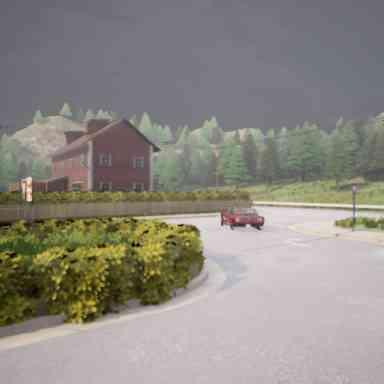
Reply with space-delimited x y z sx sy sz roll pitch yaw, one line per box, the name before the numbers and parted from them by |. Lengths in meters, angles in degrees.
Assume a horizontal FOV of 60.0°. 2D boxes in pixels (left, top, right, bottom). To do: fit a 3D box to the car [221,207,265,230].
car | 3.007 1.583 20.745 1.895 1.301 4.718 0 0 -4
